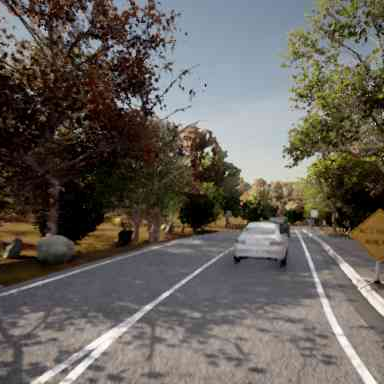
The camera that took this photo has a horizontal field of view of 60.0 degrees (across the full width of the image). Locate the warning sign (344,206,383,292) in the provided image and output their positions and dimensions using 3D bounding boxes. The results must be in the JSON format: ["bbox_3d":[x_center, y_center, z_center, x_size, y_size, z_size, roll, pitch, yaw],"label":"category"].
[{"bbox_3d":[4.491,1.324,8.008,1.300,1.860,1.060,2,0,16],"label":"warning sign"}]

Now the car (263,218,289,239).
[{"bbox_3d":[6.973,2.886,27.173,1.837,1.490,4.892,0,-4,17],"label":"car"}]

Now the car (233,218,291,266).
[{"bbox_3d":[2.797,1.913,13.048,1.812,1.442,4.674,0,-3,17],"label":"car"}]

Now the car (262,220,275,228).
[{"bbox_3d":[14.793,6.199,64.221,1.812,1.442,4.674,0,-5,21],"label":"car"}]
